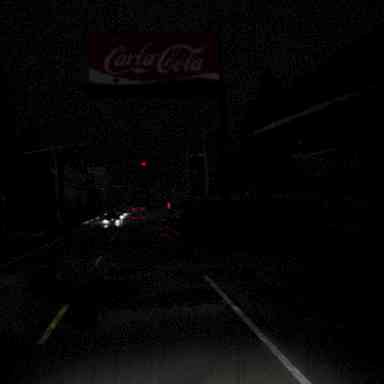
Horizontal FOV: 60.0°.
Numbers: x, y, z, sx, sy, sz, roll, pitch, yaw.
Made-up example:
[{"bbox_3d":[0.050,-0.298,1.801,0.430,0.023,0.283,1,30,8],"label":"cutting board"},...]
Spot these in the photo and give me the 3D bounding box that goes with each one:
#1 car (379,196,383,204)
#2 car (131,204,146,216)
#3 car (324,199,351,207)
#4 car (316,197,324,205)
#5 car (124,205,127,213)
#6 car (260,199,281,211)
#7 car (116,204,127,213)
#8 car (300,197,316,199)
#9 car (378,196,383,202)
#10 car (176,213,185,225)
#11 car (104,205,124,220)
[{"bbox_3d":[35.665,1.582,60.129,1.845,1.501,3.633,-2,-2,-10],"label":"car"},{"bbox_3d":[-9.077,3.017,56.554,2.150,2.045,5.566,-2,-1,-9],"label":"car"},{"bbox_3d":[25.811,1.918,58.504,2.007,1.523,4.514,-2,-2,-10],"label":"car"},{"bbox_3d":[29.022,2.089,77.816,1.932,1.855,4.605,-2,-2,-10],"label":"car"},{"bbox_3d":[-13.162,3.530,59.094,1.837,1.490,4.892,-2,-1,-9],"label":"car"},{"bbox_3d":[13.411,2.185,57.131,1.932,1.855,4.605,-2,-2,-10],"label":"car"},{"bbox_3d":[-15.422,3.673,72.868,2.097,1.767,4.553,-2,-2,-9],"label":"car"},{"bbox_3d":[26.227,2.159,76.925,1.905,1.878,3.866,-2,-2,-10],"label":"car"},{"bbox_3d":[47.367,1.697,80.775,1.845,1.501,3.633,-2,-2,-10],"label":"car"},{"bbox_3d":[1.015,2.359,29.865,4.892,1.490,1.837,-1,0,-8],"label":"car"},{"bbox_3d":[-11.316,3.004,47.563,2.097,1.767,4.553,-2,-2,-9],"label":"car"}]
